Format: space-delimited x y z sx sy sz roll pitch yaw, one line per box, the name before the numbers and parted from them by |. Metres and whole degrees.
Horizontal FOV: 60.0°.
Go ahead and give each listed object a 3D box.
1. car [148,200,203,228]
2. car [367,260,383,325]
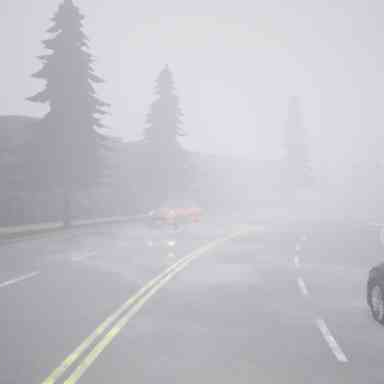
car | -1.054 1.358 22.614 2.097 1.767 4.553 1 0 28
car | 4.087 1.397 4.248 2.097 1.767 4.553 1 0 6
